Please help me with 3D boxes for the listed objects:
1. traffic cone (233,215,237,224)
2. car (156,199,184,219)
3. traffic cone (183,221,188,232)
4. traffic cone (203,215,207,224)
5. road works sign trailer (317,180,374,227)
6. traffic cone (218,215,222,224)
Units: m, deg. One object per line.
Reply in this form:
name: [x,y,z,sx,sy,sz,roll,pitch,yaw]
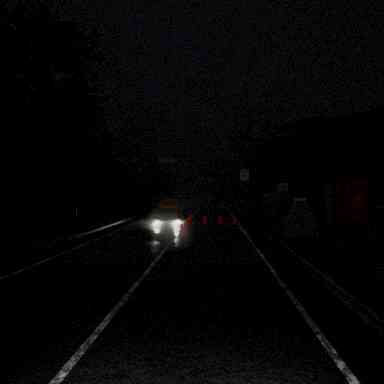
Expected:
traffic cone: [2.864,1.862,22.260,0.340,0.580,0.340,0,0,10]
car: [-1.784,1.335,27.846,1.882,1.535,5.008,0,0,4]
traffic cone: [-0.495,1.878,16.348,0.340,0.580,0.340,0,0,4]
traffic cone: [0.900,1.853,22.261,0.340,0.580,0.340,0,0,4]
road works sign trailer: [7.919,0.514,18.569,3.560,2.380,2.880,-5,7,-42]
traffic cone: [1.891,1.858,22.194,0.340,0.580,0.340,0,0,4]
